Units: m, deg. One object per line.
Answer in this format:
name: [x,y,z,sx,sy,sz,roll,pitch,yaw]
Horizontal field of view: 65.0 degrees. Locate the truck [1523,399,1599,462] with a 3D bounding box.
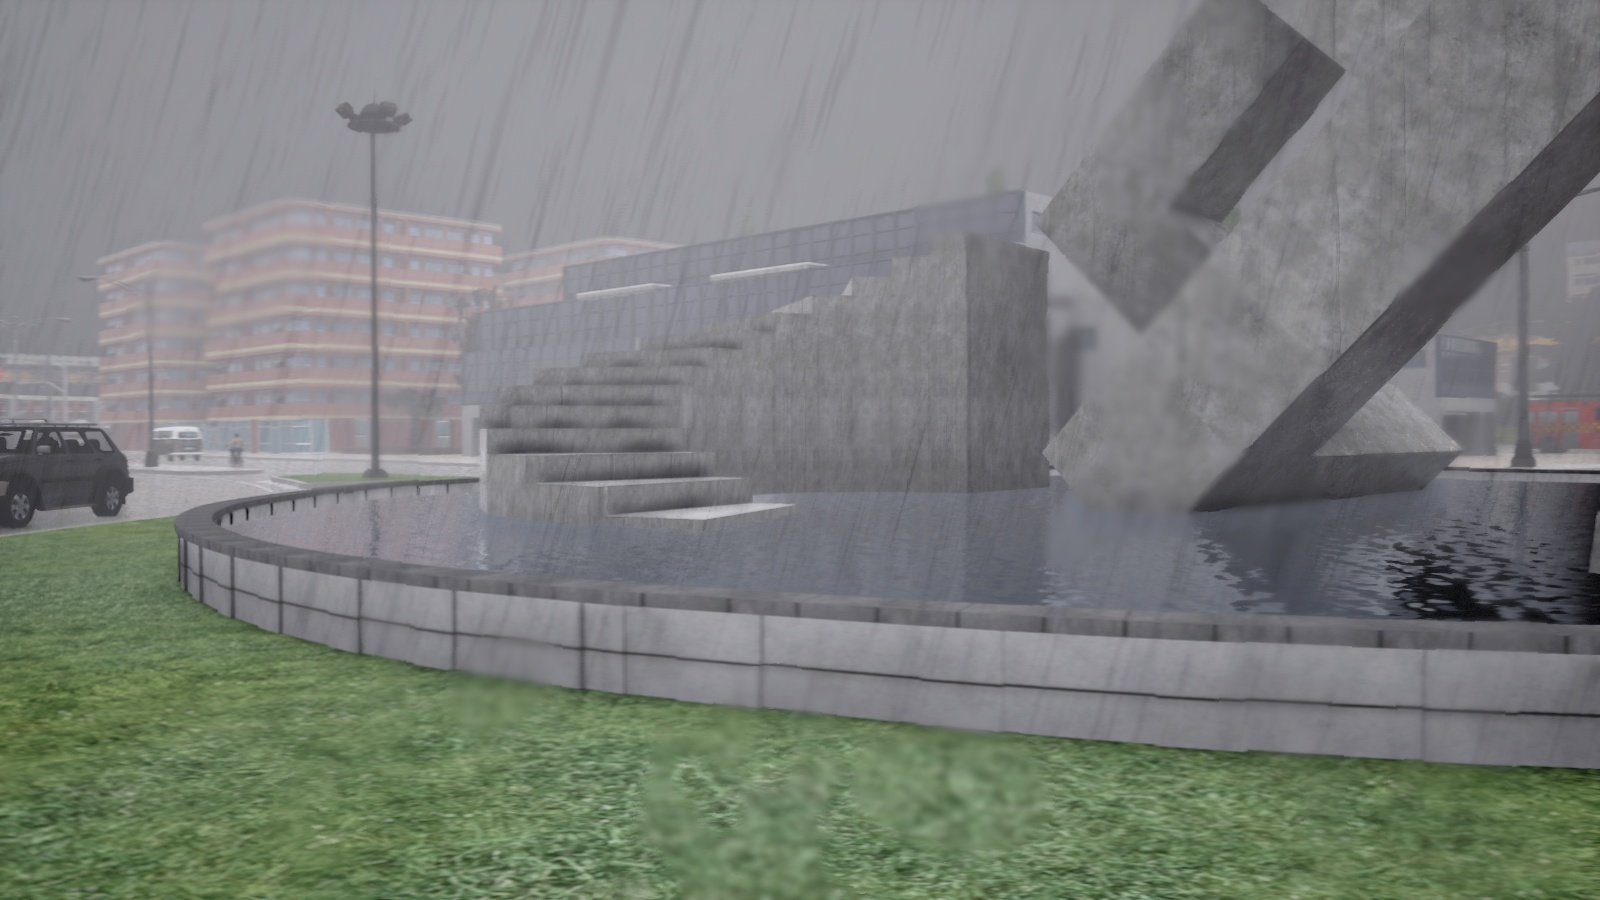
truck: [50.244,-1.213,78.234,8.468,3.827,2.891,1,1,45]

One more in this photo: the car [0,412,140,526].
car: [-13.938,0.270,22.403,1.932,1.855,4.605,0,1,0]

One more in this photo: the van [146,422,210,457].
van: [-36.864,-0.650,74.424,4.480,2.038,2.069,1,1,45]
